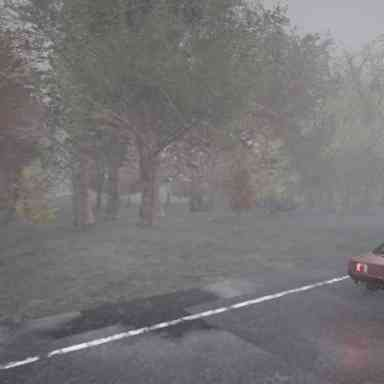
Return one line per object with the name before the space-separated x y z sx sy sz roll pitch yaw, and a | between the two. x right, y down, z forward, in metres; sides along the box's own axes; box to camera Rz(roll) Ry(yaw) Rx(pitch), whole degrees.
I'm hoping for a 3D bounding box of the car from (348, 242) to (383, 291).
car | 5.805 1.665 7.890 4.718 1.301 1.895 0 0 -36
